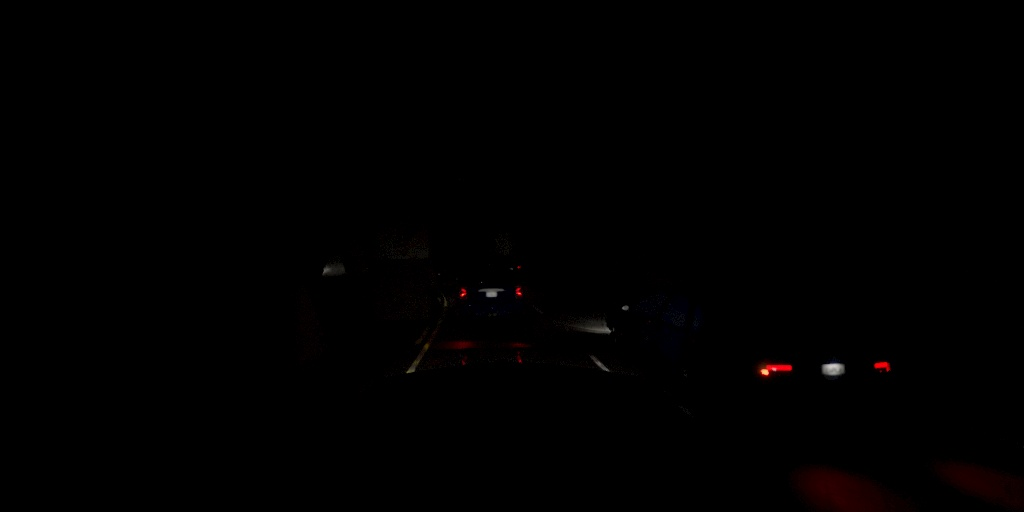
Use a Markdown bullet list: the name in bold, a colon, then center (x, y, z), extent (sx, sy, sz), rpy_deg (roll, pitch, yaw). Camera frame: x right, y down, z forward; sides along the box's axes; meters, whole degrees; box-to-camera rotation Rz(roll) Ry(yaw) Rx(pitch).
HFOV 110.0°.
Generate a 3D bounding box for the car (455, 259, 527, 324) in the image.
- **car**: center (-0.856, 1.096, 12.171), extent (2.097, 1.767, 4.553), rpy_deg (0, 0, -8)

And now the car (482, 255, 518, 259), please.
- **car**: center (-1.236, 0.954, 26.440), extent (2.150, 2.045, 5.566), rpy_deg (0, 0, -25)

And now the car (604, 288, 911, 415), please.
- **car**: center (3.332, 1.278, 6.407), extent (2.033, 1.411, 5.357), rpy_deg (0, 0, -4)

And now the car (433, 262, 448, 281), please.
- **car**: center (-6.779, 1.232, 29.214), extent (1.882, 1.535, 5.008), rpy_deg (0, 0, -31)
